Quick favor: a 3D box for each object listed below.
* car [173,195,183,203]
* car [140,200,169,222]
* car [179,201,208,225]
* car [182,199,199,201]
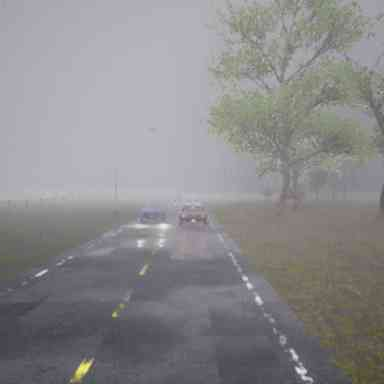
[{"bbox_3d":[-2.765,1.401,66.468,2.033,1.411,5.357,0,0,0],"label":"car"},{"bbox_3d":[-2.854,1.431,25.861,1.882,1.535,5.008,0,0,0],"label":"car"},{"bbox_3d":[0.092,1.559,23.707,1.895,1.301,4.718,0,0,0],"label":"car"},{"bbox_3d":[0.076,1.520,42.206,1.895,1.301,4.718,0,0,0],"label":"car"}]
